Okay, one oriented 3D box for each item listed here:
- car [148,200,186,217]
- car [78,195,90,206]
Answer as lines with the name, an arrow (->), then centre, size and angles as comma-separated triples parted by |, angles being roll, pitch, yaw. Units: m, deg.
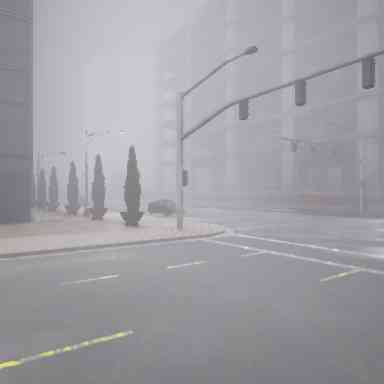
car -> -2.489, 1.491, 32.139 | 2.128, 1.511, 4.902 | 0, 0, -36
car -> -18.142, 1.332, 54.034 | 2.097, 1.767, 4.553 | 0, 0, -36
